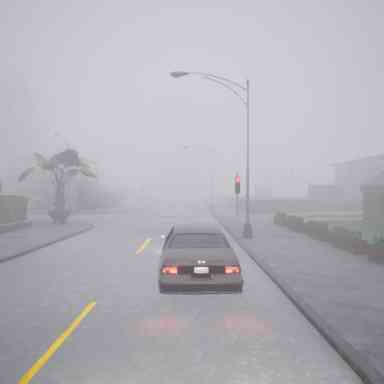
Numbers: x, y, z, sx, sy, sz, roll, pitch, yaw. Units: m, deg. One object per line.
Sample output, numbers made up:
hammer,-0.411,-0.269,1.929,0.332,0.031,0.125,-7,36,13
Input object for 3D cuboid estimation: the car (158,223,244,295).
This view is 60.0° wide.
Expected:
car,0.109,1.547,8.902,2.033,1.411,5.357,0,0,-2

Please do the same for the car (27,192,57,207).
car,-19.782,0.986,43.806,1.905,1.878,3.866,0,0,35
